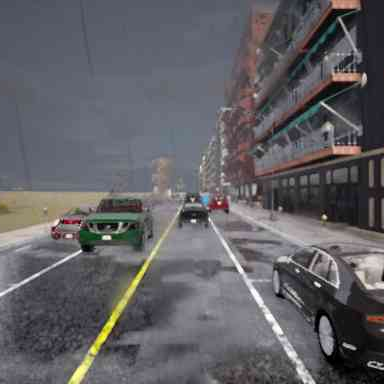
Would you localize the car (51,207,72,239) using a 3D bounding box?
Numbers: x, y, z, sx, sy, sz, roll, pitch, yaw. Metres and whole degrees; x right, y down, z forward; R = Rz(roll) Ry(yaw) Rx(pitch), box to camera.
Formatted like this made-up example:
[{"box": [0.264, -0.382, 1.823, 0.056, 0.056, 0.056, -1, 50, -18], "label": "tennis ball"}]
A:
[{"box": [-5.307, 1.367, 16.376, 1.967, 1.590, 4.097, 1, 0, 0], "label": "car"}]

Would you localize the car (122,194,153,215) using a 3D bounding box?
[{"box": [-5.307, 1.168, 32.984, 2.192, 1.841, 5.009, 1, 0, 0], "label": "car"}]

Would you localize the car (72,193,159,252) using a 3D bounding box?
[{"box": [-2.852, 1.159, 13.879, 2.150, 2.045, 5.566, 0, 0, 0], "label": "car"}]

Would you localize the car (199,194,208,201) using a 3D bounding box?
[{"box": [2.566, 1.206, 72.336, 1.752, 1.417, 4.829, 1, 0, 0], "label": "car"}]

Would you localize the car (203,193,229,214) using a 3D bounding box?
[{"box": [2.573, 1.167, 33.351, 2.192, 1.841, 5.009, 1, 0, 0], "label": "car"}]

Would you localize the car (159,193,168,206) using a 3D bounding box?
[{"box": [-5.309, 1.095, 49.592, 2.192, 1.841, 5.009, 1, 0, 0], "label": "car"}]

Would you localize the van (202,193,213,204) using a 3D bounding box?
[{"box": [2.570, 1.095, 55.531, 1.690, 1.788, 3.998, 1, 0, 0], "label": "van"}]

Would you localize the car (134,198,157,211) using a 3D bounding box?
[{"box": [-5.310, 1.380, 38.521, 2.008, 1.369, 4.403, 1, 0, 0], "label": "car"}]

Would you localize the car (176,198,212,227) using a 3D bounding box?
[{"box": [0.098, 1.410, 21.741, 1.837, 1.490, 4.892, 0, 1, 0], "label": "car"}]

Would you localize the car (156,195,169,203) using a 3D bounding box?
[{"box": [-5.313, 1.282, 60.666, 2.008, 1.369, 4.403, 1, 0, 0], "label": "car"}]

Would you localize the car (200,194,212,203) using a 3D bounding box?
[{"box": [2.569, 1.170, 61.076, 1.967, 1.590, 4.097, 1, 0, 0], "label": "car"}]

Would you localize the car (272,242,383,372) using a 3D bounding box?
[{"box": [2.574, 1.525, 5.628, 2.008, 1.369, 4.403, 1, 0, 0], "label": "car"}]

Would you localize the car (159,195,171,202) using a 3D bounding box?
[{"box": [-5.313, 1.252, 66.202, 1.887, 1.381, 4.507, 1, 0, 0], "label": "car"}]

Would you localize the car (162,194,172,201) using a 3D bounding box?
[{"box": [-5.314, 1.209, 71.568, 1.752, 1.417, 4.829, 1, 0, 0], "label": "car"}]

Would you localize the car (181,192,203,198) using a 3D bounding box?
[{"box": [0.097, 1.036, 41.571, 2.150, 2.045, 5.566, 0, 0, 0], "label": "car"}]

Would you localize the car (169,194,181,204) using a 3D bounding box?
[{"box": [-2.807, 1.101, 56.606, 2.097, 1.767, 4.553, 0, 0, 0], "label": "car"}]
